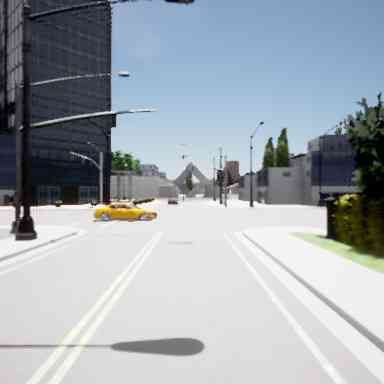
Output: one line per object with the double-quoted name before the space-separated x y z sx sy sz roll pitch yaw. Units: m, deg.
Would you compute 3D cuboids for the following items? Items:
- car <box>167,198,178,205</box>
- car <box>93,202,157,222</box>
"car" -3.541 1.721 61.272 1.895 1.301 4.718 0 0 1
"car" -5.357 1.614 26.875 5.008 1.535 1.882 0 0 -1
